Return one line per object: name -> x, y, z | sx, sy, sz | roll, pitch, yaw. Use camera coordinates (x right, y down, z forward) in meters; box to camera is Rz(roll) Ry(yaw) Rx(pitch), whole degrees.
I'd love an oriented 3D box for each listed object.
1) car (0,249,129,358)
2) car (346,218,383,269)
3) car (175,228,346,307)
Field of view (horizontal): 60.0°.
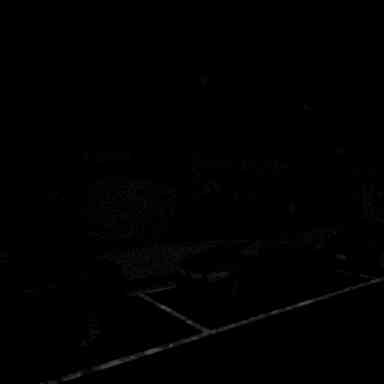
car -> -3.015, 1.566, 4.616 | 4.313, 1.339, 1.947 | 0, 0, -36
car -> 6.211, 1.573, 11.204 | 4.313, 1.339, 1.947 | 0, 0, -36
car -> 1.598, 1.586, 7.910 | 4.206, 1.307, 1.802 | 0, 0, -36
